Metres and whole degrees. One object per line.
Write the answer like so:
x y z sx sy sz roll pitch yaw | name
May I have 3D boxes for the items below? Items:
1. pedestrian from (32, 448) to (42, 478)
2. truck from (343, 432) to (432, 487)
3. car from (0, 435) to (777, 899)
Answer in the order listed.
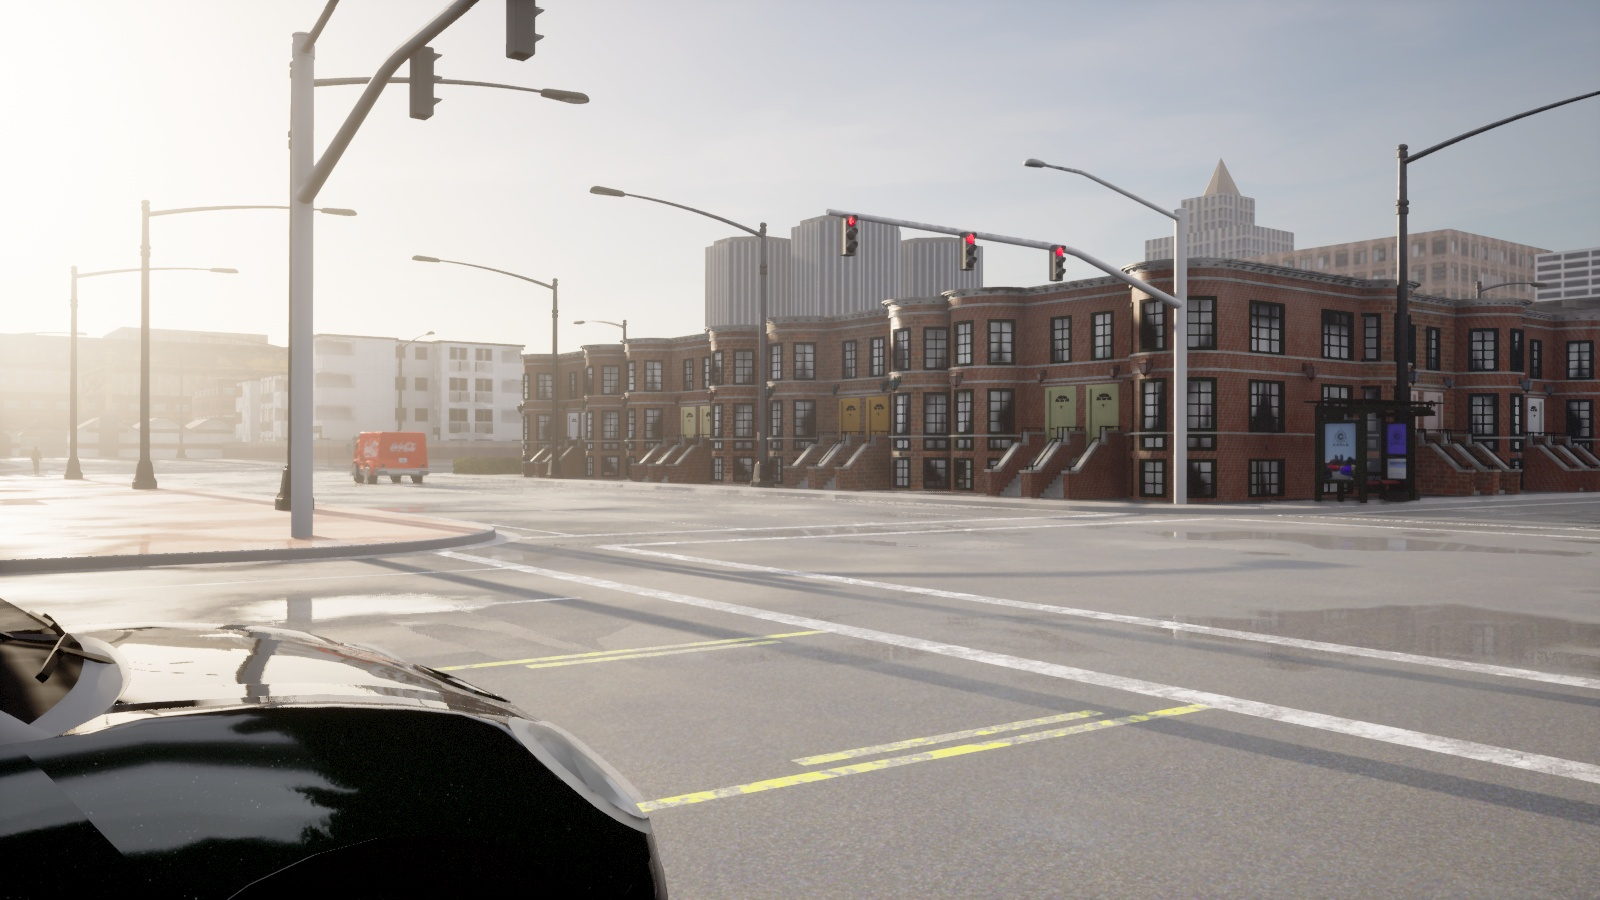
-47.999 0.825 78.970 0.431 1.840 0.709 0 0 -40 | pedestrian
-19.741 0.446 59.896 2.627 2.467 5.204 0 0 -35 | truck
-2.171 0.720 2.205 3.806 1.475 1.970 0 0 -35 | car
